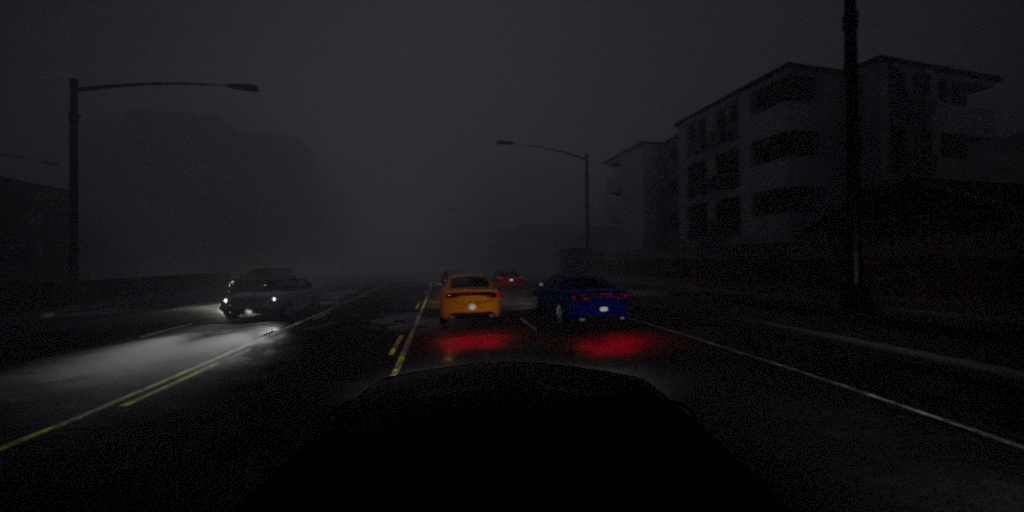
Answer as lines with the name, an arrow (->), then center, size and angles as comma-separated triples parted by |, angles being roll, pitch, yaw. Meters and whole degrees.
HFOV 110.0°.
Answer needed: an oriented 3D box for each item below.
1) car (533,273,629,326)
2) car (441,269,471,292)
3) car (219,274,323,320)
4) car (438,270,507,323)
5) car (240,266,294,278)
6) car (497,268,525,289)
car -> 2.073, 1.312, 12.172 | 1.882, 1.535, 5.008 | 0, 0, -10
car -> -3.996, 1.621, 25.085 | 1.895, 1.301, 4.718 | 0, -1, -11
car -> -9.111, 1.561, 14.030 | 1.895, 1.301, 4.718 | 0, -1, -11
car -> -1.594, 1.354, 12.853 | 1.882, 1.535, 5.008 | 0, -1, -10
car -> -13.893, 1.419, 20.282 | 2.097, 1.767, 4.553 | 0, 0, -11
car -> -0.440, 1.550, 25.169 | 1.994, 1.385, 4.181 | 0, -1, -12
